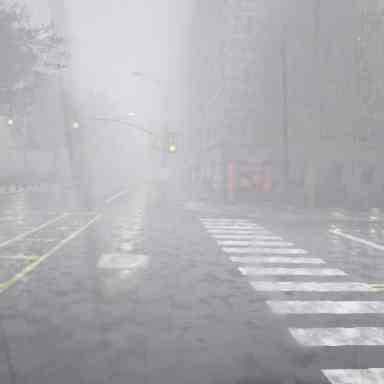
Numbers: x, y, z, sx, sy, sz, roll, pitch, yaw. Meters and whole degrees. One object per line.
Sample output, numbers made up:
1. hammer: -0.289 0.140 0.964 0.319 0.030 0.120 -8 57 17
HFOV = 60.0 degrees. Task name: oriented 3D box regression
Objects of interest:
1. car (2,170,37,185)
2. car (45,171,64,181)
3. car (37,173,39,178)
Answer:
1. car: -20.726 -1.605 39.725 1.895 1.301 4.718 2 3 -5
2. car: -21.911 -2.549 53.054 2.128 1.511 4.902 2 4 -5
3. car: -25.264 -2.586 51.396 2.128 1.511 4.902 2 3 -5
